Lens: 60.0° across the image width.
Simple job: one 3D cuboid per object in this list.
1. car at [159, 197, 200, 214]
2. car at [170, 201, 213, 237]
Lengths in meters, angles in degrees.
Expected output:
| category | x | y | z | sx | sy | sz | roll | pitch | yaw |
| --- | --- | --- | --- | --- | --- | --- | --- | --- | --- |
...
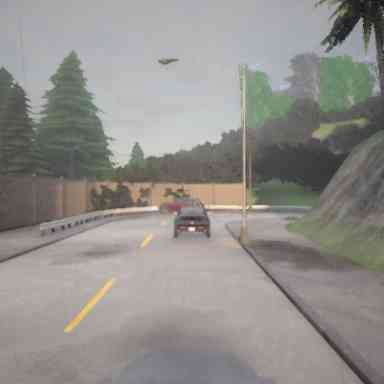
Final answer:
| category | x | y | z | sx | sy | sz | roll | pitch | yaw |
| --- | --- | --- | --- | --- | --- | --- | --- | --- | --- |
| car | -0.995 | 1.275 | 32.038 | 4.553 | 1.767 | 2.097 | 2 | 0 | 32 |
| car | 0.037 | 1.488 | 18.012 | 1.837 | 1.490 | 4.892 | 0 | 0 | 1 |
